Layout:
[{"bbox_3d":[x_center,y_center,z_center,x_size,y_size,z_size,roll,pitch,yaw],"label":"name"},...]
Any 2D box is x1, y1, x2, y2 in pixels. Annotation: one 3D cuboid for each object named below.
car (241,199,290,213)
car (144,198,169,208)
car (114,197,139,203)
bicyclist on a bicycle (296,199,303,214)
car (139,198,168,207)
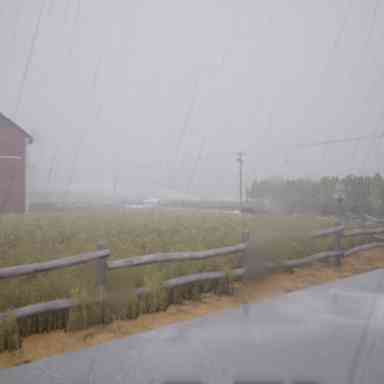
[{"bbox_3d":[6.468,1.431,29.187,2.097,1.767,4.553,0,0,-35],"label":"car"},{"bbox_3d":[-5.585,1.655,51.999,1.994,1.385,4.181,0,0,-35],"label":"car"},{"bbox_3d":[-11.816,1.637,59.782,5.357,1.411,2.033,0,0,33],"label":"car"},{"bbox_3d":[11.199,1.557,34.008,1.656,1.620,0.582,0,0,-35],"label":"bicyclist on a bicycle"},{"bbox_3d":[-5.018,1.605,45.451,1.812,1.442,4.674,0,0,-35],"label":"car"}]
